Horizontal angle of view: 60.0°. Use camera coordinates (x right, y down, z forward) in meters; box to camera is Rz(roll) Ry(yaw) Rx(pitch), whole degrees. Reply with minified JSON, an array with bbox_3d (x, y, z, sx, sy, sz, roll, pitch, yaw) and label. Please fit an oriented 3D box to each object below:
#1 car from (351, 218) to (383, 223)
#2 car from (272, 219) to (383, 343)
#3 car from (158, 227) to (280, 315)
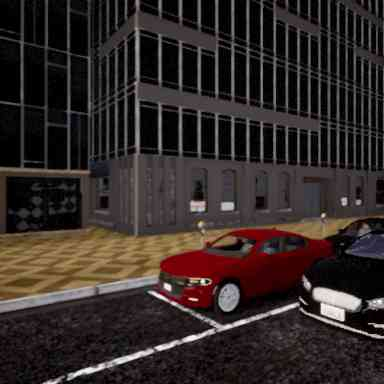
[{"bbox_3d":[6.010,1.540,10.848,4.313,1.339,1.947,0,0,-36],"label":"car"},{"bbox_3d":[4.035,1.476,6.261,4.902,1.511,2.128,0,0,-36],"label":"car"},{"bbox_3d":[1.376,1.533,7.541,4.507,1.381,1.887,0,0,-36],"label":"car"}]
